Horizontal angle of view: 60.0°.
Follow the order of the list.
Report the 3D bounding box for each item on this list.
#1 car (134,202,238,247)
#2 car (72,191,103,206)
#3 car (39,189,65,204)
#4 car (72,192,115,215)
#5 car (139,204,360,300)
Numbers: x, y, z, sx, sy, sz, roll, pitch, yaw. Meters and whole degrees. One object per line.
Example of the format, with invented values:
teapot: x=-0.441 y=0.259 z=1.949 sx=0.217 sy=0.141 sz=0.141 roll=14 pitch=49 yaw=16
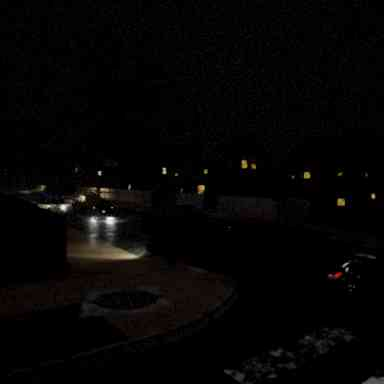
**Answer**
car: x=-0.524 y=1.294 z=15.270 sx=2.033 sy=1.411 sz=5.357 roll=1 pitch=1 yaw=-36
car: x=-11.237 y=0.646 z=35.582 sx=1.994 sy=1.385 sz=4.181 roll=1 pitch=1 yaw=-35
car: x=-15.527 y=0.432 z=36.798 sx=1.882 sy=1.535 sz=5.008 roll=1 pitch=1 yaw=-35
car: x=-7.700 y=0.913 z=25.515 sx=2.033 sy=1.411 sz=5.357 roll=1 pitch=2 yaw=-35
car: x=1.265 y=1.439 z=8.488 sx=5.357 sy=1.411 sz=2.033 roll=7 pitch=5 yaw=37
